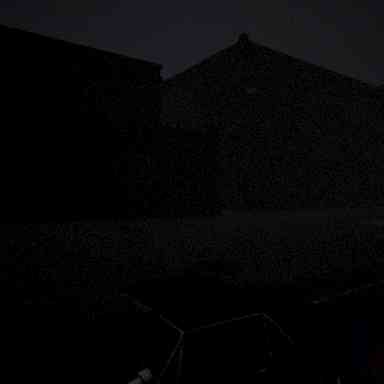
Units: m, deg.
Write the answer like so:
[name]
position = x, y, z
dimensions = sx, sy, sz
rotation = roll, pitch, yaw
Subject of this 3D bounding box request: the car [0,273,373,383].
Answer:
[car]
position = -0.357, 1.613, 3.123
dimensions = 4.718, 1.301, 1.895
rotation = 1, 0, -36
